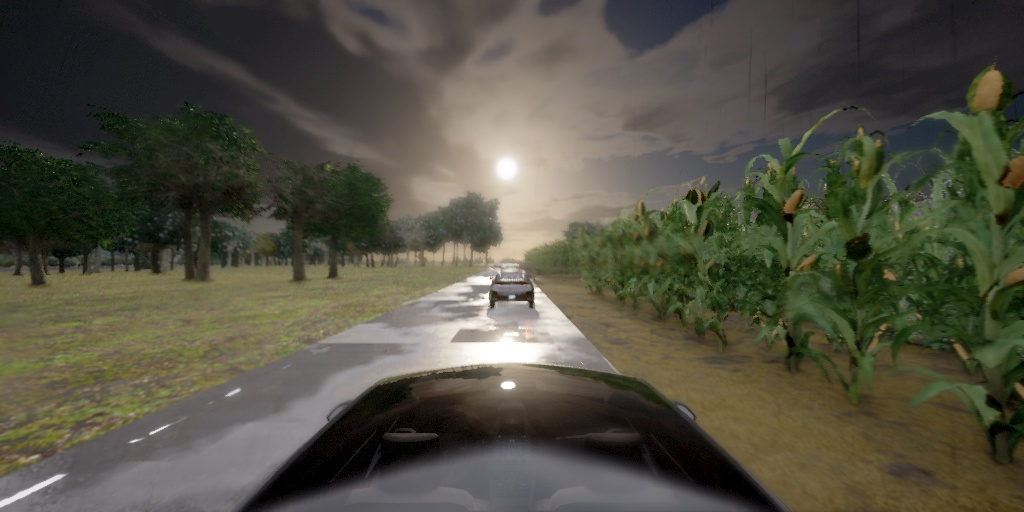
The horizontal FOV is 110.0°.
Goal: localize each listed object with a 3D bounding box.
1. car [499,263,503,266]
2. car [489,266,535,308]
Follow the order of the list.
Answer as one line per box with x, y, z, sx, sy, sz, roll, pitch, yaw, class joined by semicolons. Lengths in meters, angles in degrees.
-0.008;1.570;31.244;1.812;1.442;4.674;0;0;0;car
-0.002;1.383;16.144;2.128;1.511;4.902;0;0;0;car
